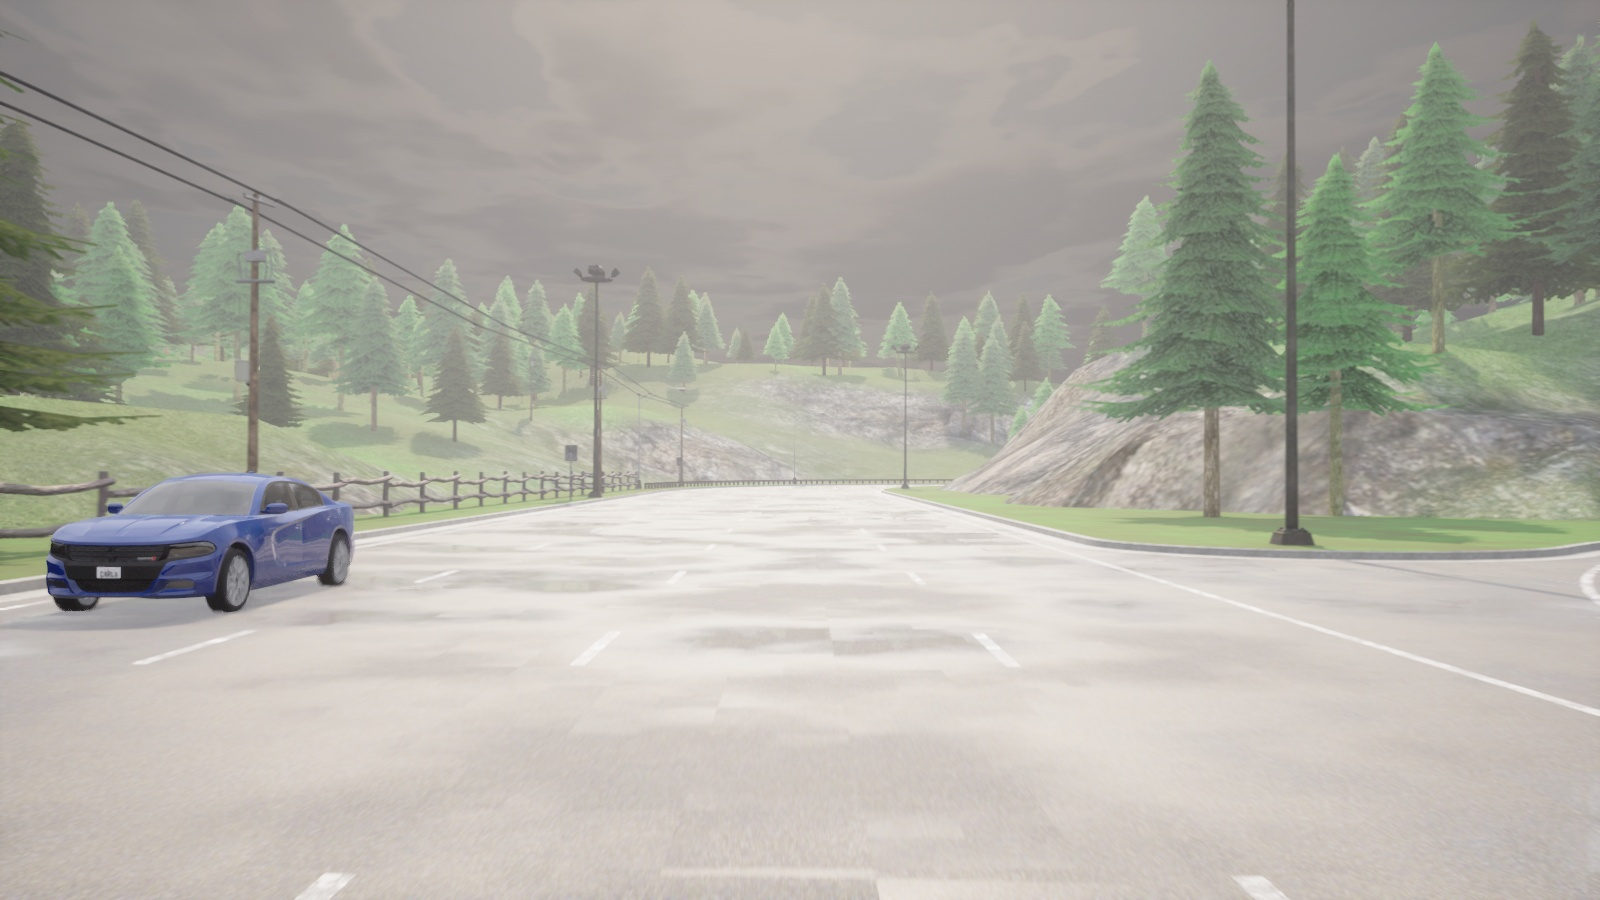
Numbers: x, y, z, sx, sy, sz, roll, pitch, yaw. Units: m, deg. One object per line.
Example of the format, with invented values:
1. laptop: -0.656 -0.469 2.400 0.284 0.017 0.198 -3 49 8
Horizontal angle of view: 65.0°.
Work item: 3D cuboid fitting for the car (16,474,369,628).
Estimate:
1. car: -7.036 1.076 15.284 1.882 1.535 5.008 0 -1 0
